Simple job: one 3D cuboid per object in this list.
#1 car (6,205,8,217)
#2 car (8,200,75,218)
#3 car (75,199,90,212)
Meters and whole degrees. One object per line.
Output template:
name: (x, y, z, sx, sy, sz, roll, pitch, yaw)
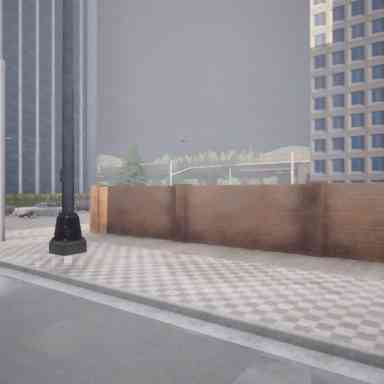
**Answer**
car: (-18.224, 1.547, 29.252, 2.033, 1.411, 5.357, 0, 0, 32)
car: (-13.420, 1.601, 29.947, 1.895, 1.301, 4.718, 0, 0, 35)
car: (-12.415, 1.547, 37.483, 2.033, 1.411, 5.357, 0, 0, 35)
